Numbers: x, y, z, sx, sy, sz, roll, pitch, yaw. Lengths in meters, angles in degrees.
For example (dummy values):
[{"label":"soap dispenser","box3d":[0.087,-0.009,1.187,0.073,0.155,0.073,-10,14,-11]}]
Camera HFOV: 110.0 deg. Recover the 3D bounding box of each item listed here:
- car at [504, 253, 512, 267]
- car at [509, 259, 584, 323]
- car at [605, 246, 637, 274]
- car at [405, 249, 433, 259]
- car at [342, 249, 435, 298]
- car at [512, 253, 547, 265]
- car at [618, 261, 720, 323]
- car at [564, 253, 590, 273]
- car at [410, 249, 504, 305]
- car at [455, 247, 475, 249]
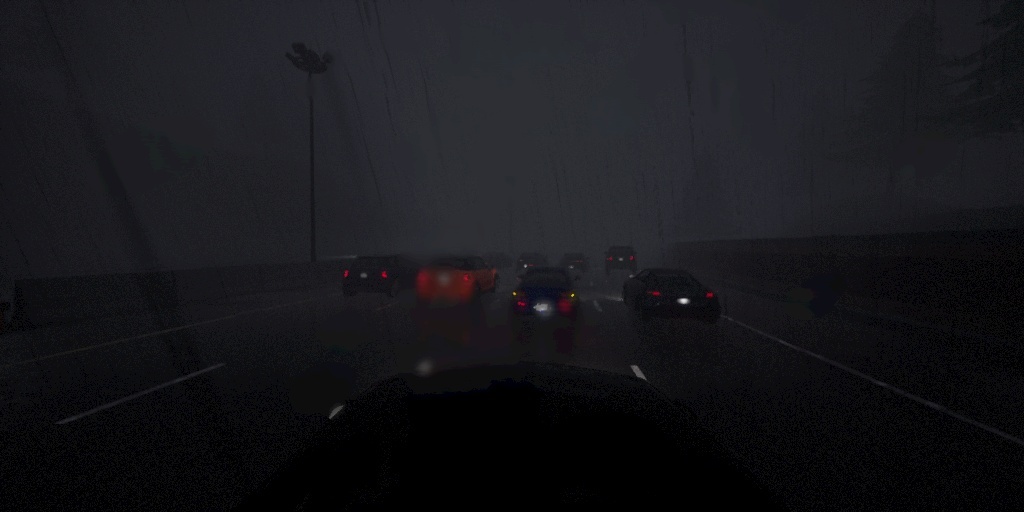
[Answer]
[{"label":"car","box3d":[-1.336,0.366,31.724,1.882,1.535,5.008,1,2,17]},{"label":"car","box3d":[1.106,1.016,10.914,1.812,1.442,4.674,0,2,9]},{"label":"car","box3d":[8.300,0.261,27.391,2.150,2.045,5.566,1,2,16]},{"label":"car","box3d":[-14.604,-0.340,56.743,1.812,1.442,4.674,1,2,24]},{"label":"car","box3d":[-5.186,0.692,15.538,2.097,1.767,4.553,0,2,10]},{"label":"car","box3d":[1.737,0.457,29.810,1.837,1.490,4.892,0,2,16]},{"label":"car","box3d":[4.698,1.059,11.127,1.994,1.385,4.181,0,2,9]},{"label":"car","box3d":[5.184,0.487,29.115,1.837,1.490,4.892,1,2,16]},{"label":"car","box3d":[-1.900,0.745,14.054,2.097,1.767,4.553,0,2,10]},{"label":"car","box3d":[-5.583,-0.135,51.271,2.033,1.411,5.357,1,2,23]}]
